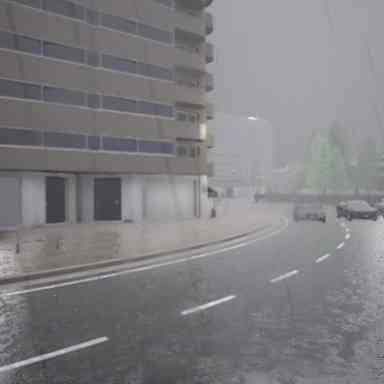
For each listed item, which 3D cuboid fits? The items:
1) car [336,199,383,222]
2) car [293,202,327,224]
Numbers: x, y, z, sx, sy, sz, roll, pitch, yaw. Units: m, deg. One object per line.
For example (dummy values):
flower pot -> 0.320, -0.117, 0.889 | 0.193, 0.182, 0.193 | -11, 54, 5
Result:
car -> 12.167, 1.322, 24.769 | 1.882, 1.535, 5.008 | 0, 0, 10
car -> 8.338, 1.446, 23.784 | 1.994, 1.385, 4.181 | 0, 0, 14
